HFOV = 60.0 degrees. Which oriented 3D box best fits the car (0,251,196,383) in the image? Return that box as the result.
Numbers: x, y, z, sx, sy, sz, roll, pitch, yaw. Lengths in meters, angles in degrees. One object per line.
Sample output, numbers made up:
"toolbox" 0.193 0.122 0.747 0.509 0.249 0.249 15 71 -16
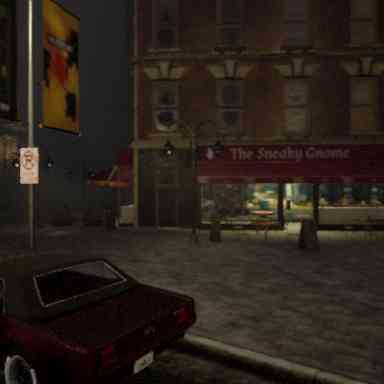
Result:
"car" -2.391 1.575 4.869 4.718 1.301 1.895 0 0 33
